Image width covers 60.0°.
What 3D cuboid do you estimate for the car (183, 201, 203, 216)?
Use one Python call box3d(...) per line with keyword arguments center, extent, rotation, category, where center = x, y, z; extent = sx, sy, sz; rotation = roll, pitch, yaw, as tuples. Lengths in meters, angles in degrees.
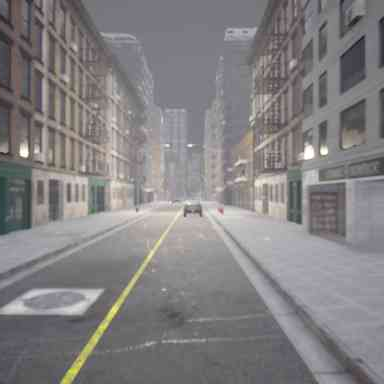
box3d(center=(0.103, 1.664, 34.424), extent=(2.128, 1.511, 4.902), rotation=(0, 0, 0), category="car")
